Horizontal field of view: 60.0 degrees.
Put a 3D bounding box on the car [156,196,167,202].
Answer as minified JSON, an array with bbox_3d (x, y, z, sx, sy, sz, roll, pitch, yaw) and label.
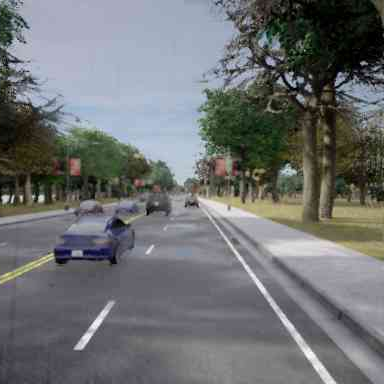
[{"bbox_3d":[-6.870,1.597,75.476,2.033,1.411,5.357,0,0,-1],"label":"car"}]

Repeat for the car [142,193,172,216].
[{"bbox_3d":[-3.198,1.230,32.689,2.150,2.045,5.566,0,0,-1],"label":"car"}]

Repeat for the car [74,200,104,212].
[{"bbox_3d":[-9.881,1.533,32.226,1.812,1.442,4.674,0,0,0],"label":"car"}]

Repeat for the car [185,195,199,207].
[{"bbox_3d":[-0.035,1.405,50.592,2.097,1.767,4.553,0,0,0],"label":"car"}]

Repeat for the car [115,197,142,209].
[{"bbox_3d":[-6.641,1.536,34.279,1.812,1.442,4.674,0,0,0],"label":"car"}]

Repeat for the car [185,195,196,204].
[{"bbox_3d":[-0.279,1.459,67.270,2.097,1.767,4.553,0,0,-1],"label":"car"}]

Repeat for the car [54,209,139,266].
[{"bbox_3d":[-3.149,1.518,11.433,1.812,1.442,4.674,0,0,0],"label":"car"}]

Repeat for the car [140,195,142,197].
[{"bbox_3d":[-10.093,1.285,73.178,2.150,2.045,5.566,0,0,-1],"label":"car"}]
